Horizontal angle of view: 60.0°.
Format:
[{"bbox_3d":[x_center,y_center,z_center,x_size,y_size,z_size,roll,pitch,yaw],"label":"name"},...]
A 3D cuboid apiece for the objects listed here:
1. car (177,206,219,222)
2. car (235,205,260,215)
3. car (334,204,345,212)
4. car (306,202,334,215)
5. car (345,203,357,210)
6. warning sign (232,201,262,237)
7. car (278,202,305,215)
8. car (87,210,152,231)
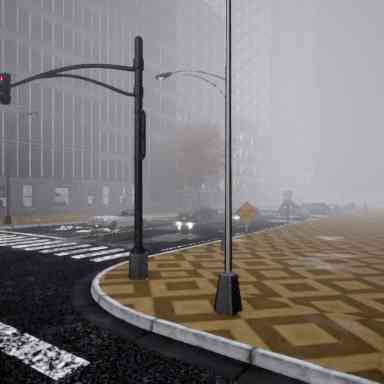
[{"bbox_3d":[0.734,2.062,32.470,2.033,1.411,5.357,0,-1,33],"label":"car"},{"bbox_3d":[7.026,2.286,42.229,1.994,1.385,4.181,0,-1,33],"label":"car"},{"bbox_3d":[23.736,2.640,55.889,2.033,1.411,5.357,0,-1,33],"label":"car"},{"bbox_3d":[18.280,2.267,47.391,2.097,1.767,4.553,0,-1,33],"label":"car"},{"bbox_3d":[31.341,2.837,65.801,1.812,1.442,4.674,0,-1,33],"label":"car"},{"bbox_3d":[3.066,1.454,18.581,1.300,1.860,1.060,1,1,33],"label":"warning sign"},{"bbox_3d":[13.725,2.205,46.402,2.097,1.767,4.553,0,-1,33],"label":"car"},{"bbox_3d":[-5.017,1.925,23.515,1.895,1.301,4.718,0,-1,33],"label":"car"}]
